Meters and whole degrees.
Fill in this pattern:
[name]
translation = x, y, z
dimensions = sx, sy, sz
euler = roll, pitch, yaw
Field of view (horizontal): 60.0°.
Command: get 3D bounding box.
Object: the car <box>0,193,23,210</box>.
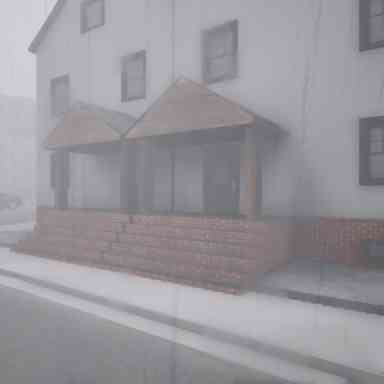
[car]
translation = -16.187, 0.891, 26.550
dimensions = 1.837, 1.490, 4.892
euler = 0, 7, 35
